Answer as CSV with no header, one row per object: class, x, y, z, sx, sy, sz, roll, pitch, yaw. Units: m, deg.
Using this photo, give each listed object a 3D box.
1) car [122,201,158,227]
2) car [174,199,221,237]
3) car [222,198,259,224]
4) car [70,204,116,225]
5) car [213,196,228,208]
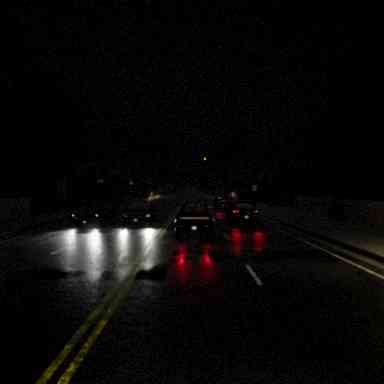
car,-3.266,1.350,21.606,1.812,1.442,4.674,0,0,0
car,0.094,1.353,17.072,2.128,1.511,4.902,0,0,0
car,3.340,1.343,22.659,1.812,1.442,4.674,0,0,0
car,-6.508,1.485,22.339,1.895,1.301,4.718,0,0,0
car,3.329,1.183,37.621,2.128,1.511,4.902,0,0,0
